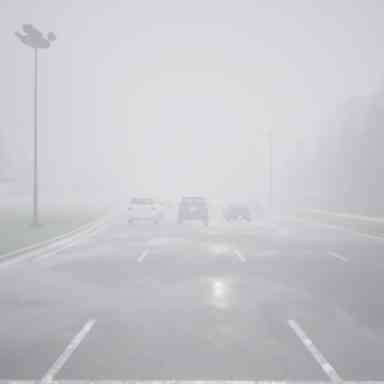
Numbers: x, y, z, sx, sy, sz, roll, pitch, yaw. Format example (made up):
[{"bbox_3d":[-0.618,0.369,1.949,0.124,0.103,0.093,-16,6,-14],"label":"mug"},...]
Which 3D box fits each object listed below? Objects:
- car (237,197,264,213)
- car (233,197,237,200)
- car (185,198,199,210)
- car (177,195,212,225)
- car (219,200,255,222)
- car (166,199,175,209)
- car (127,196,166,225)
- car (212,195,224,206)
[{"bbox_3d":[6.951,1.526,39.040,2.097,1.767,4.553,0,0,0],"label":"car"},{"bbox_3d":[6.942,1.571,49.410,2.097,1.767,4.553,0,0,0],"label":"car"},{"bbox_3d":[0.014,1.720,47.933,1.837,1.490,4.892,0,0,0],"label":"car"},{"bbox_3d":[0.068,1.333,25.092,2.150,2.045,5.566,0,0,0],"label":"car"},{"bbox_3d":[3.566,1.626,27.158,1.837,1.490,4.892,0,0,0],"label":"car"},{"bbox_3d":[-3.483,1.745,49.132,1.812,1.442,4.674,0,0,0],"label":"car"},{"bbox_3d":[-3.431,1.334,25.108,2.150,2.045,5.566,0,0,0],"label":"car"},{"bbox_3d":[3.520,1.439,49.238,2.150,2.045,5.566,0,0,0],"label":"car"}]
